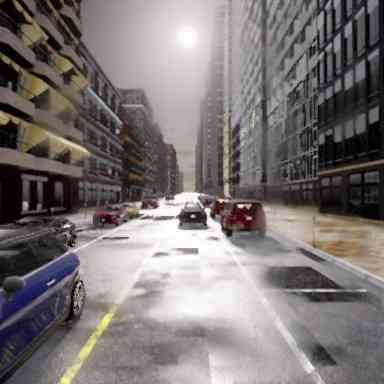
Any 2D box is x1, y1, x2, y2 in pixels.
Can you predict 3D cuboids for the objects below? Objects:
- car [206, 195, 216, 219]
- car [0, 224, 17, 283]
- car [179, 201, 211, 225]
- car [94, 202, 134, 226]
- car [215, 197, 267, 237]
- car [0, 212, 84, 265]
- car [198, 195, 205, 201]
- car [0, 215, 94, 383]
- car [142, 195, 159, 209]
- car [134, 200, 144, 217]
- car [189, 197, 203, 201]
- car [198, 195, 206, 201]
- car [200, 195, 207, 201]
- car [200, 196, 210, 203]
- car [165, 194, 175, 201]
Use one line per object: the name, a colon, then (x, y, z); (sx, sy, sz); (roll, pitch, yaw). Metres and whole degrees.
car: (2.668, 1.335, 29.351); (2.192, 1.841, 5.009); (1, 0, 0)
car: (-5.686, 1.552, 6.737); (1.887, 1.381, 4.507); (1, 0, 0)
car: (0.067, 1.582, 24.010); (1.994, 1.385, 4.181); (0, 0, 0)
car: (-5.708, 1.564, 23.691); (1.887, 1.381, 4.507); (1, 0, 0)
car: (2.683, 1.329, 18.048); (2.192, 1.841, 5.009); (1, 0, 0)
car: (-5.694, 1.578, 12.387); (1.947, 1.339, 4.313); (1, 0, 0)
car: (2.585, 1.577, 91.514); (1.887, 1.381, 4.507); (1, 0, 0)
car: (-3.006, 1.356, 4.223); (2.097, 1.767, 4.553); (0, 0, 0)
car: (-5.734, 1.343, 46.296); (2.192, 1.841, 5.009); (1, 0, 0)
car: (-5.715, 1.547, 29.171); (1.752, 1.417, 4.829); (1, 0, 0)
car: (0.049, 1.625, 39.401); (1.895, 1.301, 4.718); (0, 0, 0)
car: (2.591, 1.599, 85.864); (1.947, 1.339, 4.313); (1, 0, 0)
car: (2.637, 1.468, 51.955); (1.967, 1.590, 4.097); (1, 0, 0)
car: (2.613, 1.597, 68.910); (1.947, 1.339, 4.313); (1, 0, 0)
car: (-5.785, 1.350, 85.855); (2.192, 1.841, 5.009); (1, 0, 0)
